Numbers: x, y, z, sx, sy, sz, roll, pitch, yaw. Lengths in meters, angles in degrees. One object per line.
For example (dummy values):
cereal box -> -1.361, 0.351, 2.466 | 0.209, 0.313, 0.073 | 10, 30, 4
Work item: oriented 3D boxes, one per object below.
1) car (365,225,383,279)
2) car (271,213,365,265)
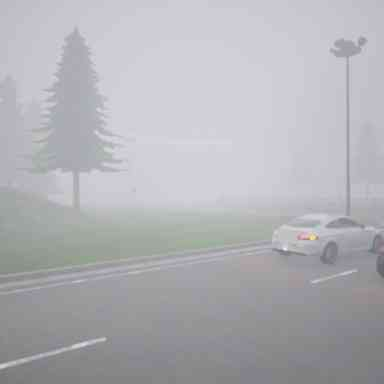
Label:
car -> 6.563, 1.499, 8.472 | 4.181, 1.385, 1.994 | 0, 0, -35
car -> 4.723, 1.459, 11.454 | 4.674, 1.442, 1.812 | 0, 0, -35
